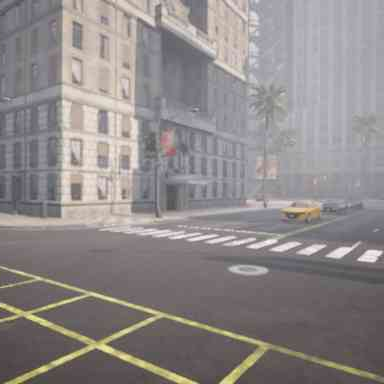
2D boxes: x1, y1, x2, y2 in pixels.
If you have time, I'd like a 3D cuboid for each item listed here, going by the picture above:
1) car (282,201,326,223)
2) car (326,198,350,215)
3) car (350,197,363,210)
[{"bbox_3d":[8.498,1.423,25.526,1.882,1.535,5.008,1,0,35],"label":"car"},{"bbox_3d":[14.249,1.515,33.606,1.994,1.385,4.181,1,0,36],"label":"car"},{"bbox_3d":[20.340,1.449,42.029,2.128,1.511,4.902,1,0,36],"label":"car"}]
